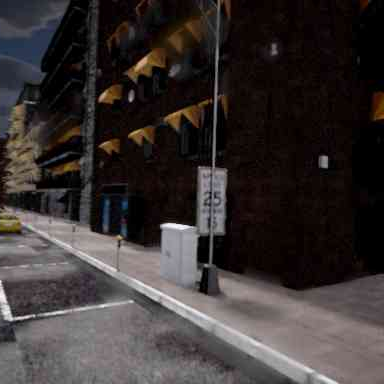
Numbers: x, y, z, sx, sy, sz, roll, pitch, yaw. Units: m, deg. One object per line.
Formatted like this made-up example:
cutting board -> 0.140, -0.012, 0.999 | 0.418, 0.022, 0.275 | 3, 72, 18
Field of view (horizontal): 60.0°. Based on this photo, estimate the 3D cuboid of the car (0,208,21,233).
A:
car -> -12.883, 2.058, 22.976 | 1.752, 1.417, 4.829 | 1, -2, -33

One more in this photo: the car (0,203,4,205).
car -> -21.762, 2.132, 36.769 | 2.192, 1.841, 5.009 | 1, -2, -33

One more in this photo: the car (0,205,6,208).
car -> -18.850, 2.250, 32.273 | 1.752, 1.417, 4.829 | 1, -2, -33
